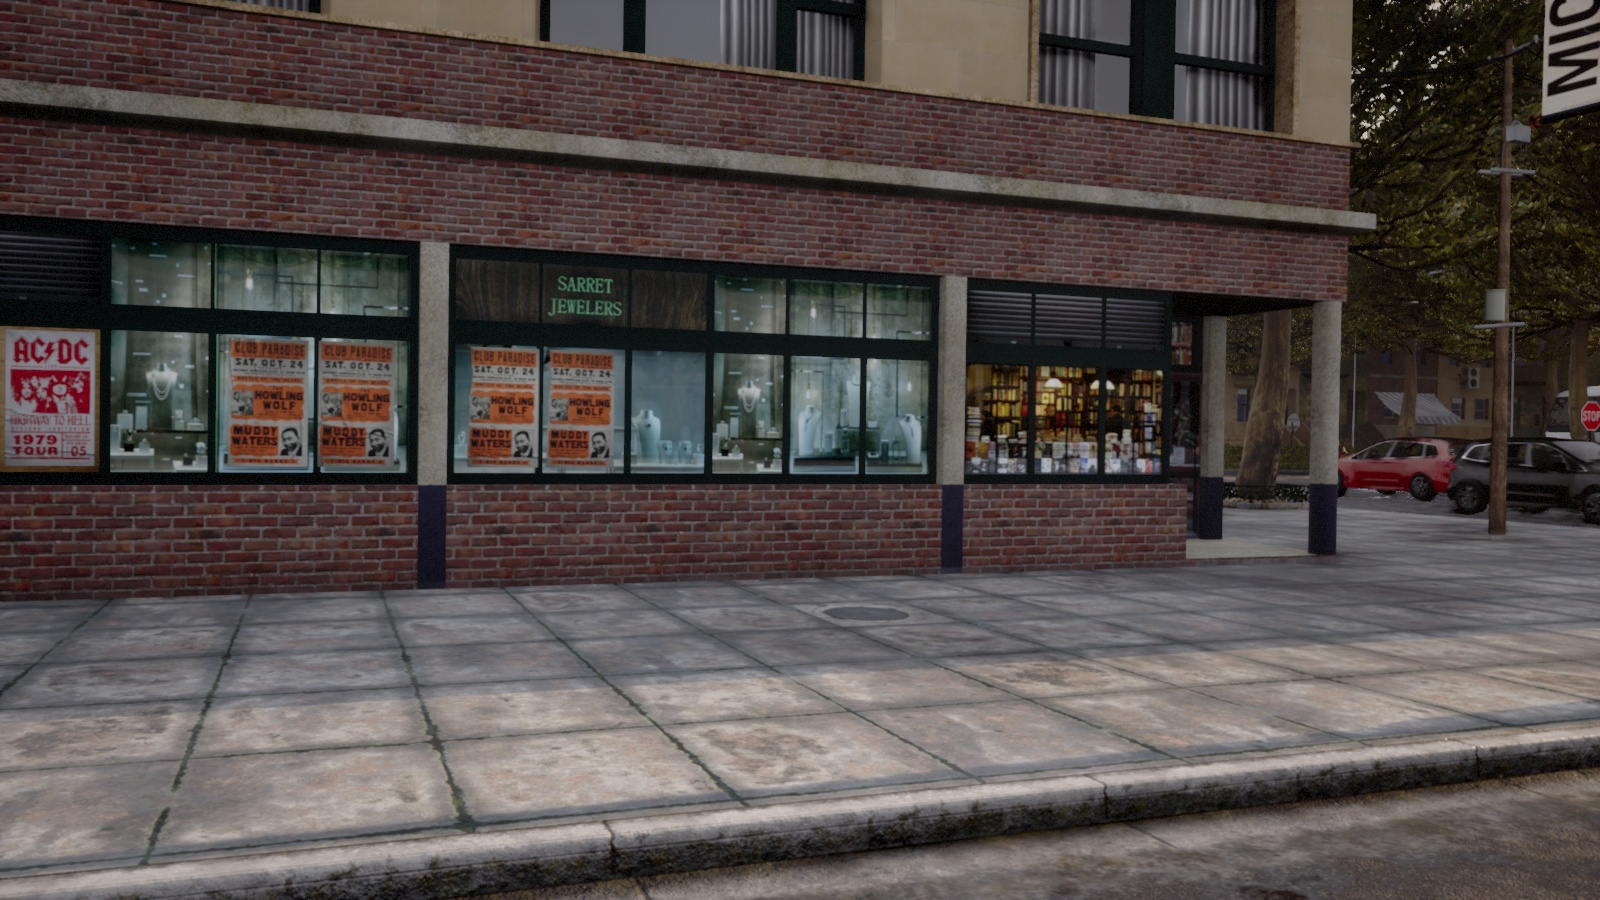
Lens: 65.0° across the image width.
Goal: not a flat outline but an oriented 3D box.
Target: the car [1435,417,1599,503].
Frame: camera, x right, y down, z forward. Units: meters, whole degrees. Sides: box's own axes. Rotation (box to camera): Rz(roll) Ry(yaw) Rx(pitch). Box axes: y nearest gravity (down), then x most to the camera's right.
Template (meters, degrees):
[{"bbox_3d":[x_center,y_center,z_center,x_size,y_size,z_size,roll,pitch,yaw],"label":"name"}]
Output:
[{"bbox_3d":[16.033,0.158,26.236,2.242,1.667,4.611,-1,1,-22],"label":"car"}]

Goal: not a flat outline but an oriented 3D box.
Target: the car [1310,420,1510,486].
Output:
[{"bbox_3d":[16.546,0.038,34.357,2.242,1.667,4.611,-1,1,-22],"label":"car"}]

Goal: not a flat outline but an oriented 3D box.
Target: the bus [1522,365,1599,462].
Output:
[{"bbox_3d":[39.342,-1.690,58.868,10.273,4.253,3.944,-1,1,-21],"label":"bus"}]
